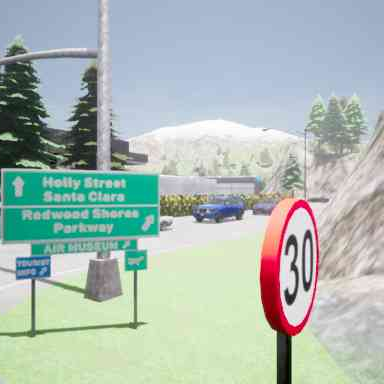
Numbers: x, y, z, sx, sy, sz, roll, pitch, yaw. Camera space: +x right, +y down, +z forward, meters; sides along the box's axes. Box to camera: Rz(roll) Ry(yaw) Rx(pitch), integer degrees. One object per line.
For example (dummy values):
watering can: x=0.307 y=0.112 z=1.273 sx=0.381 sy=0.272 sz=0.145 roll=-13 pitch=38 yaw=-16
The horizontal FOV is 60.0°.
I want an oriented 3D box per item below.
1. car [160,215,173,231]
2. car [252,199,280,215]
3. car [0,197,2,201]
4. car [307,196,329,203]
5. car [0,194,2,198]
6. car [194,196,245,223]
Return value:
car: x=-3.277 y=1.792 z=20.032 sx=1.895 sy=1.301 sz=4.718 roll=0 pitch=0 yaw=36
car: x=8.316 y=1.543 z=36.049 sx=2.097 sy=1.767 sz=4.553 roll=0 pitch=0 yaw=36
car: x=-12.436 y=1.503 z=26.016 sx=1.905 sy=1.878 sz=3.866 roll=0 pitch=0 yaw=35
car: x=28.278 y=1.716 z=74.712 sx=2.128 sy=1.511 sz=4.902 roll=0 pitch=0 yaw=-42
car: x=-38.765 y=1.486 z=69.883 sx=4.514 sy=1.523 sz=2.007 roll=0 pitch=0 yaw=35
car: x=2.405 y=1.412 z=27.890 sx=2.150 sy=2.045 sz=5.566 roll=0 pitch=0 yaw=36
